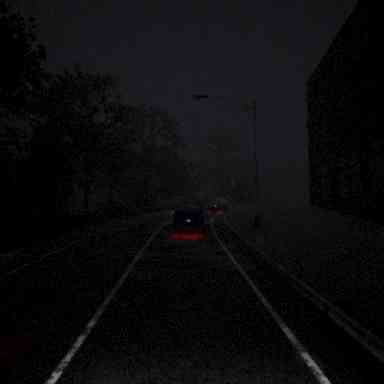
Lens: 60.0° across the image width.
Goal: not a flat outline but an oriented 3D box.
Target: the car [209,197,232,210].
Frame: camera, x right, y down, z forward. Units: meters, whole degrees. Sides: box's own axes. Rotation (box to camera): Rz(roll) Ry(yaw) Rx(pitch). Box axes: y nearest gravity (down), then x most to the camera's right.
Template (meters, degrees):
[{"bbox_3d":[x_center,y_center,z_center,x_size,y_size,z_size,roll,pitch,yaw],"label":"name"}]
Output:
[{"bbox_3d":[3.518,1.404,41.341,1.812,1.442,4.674,-2,0,18],"label":"car"}]

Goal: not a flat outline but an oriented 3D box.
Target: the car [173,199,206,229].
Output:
[{"bbox_3d":[-0.128,1.468,21.477,1.882,1.535,5.008,0,0,2],"label":"car"}]

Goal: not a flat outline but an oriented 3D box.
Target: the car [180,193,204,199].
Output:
[{"bbox_3d":[-0.090,1.219,41.642,2.150,2.045,5.566,-2,0,19],"label":"car"}]
